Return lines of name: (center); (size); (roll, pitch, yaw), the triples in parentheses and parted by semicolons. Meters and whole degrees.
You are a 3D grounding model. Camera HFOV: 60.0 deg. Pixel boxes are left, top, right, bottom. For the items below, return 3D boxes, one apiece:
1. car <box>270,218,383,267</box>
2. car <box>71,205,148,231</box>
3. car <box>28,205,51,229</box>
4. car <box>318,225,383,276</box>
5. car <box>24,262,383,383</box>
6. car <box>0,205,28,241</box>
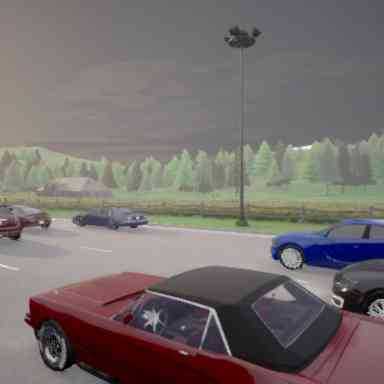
car: (4.665, 1.477, 9.262); (5.008, 1.535, 1.882); (0, 0, 36)
car: (-5.157, 1.536, 20.568); (5.357, 1.411, 2.033); (0, 0, 36)
car: (-10.284, 1.511, 19.927); (4.674, 1.442, 1.812); (0, 0, 36)
car: (4.702, 1.506, 4.938); (4.892, 1.490, 1.837); (0, 0, 35)
car: (0.027, 1.599, 3.973); (4.718, 1.301, 1.895); (0, 0, 36)
car: (-9.918, 1.340, 15.367); (4.553, 1.767, 2.097); (0, 0, 36)
